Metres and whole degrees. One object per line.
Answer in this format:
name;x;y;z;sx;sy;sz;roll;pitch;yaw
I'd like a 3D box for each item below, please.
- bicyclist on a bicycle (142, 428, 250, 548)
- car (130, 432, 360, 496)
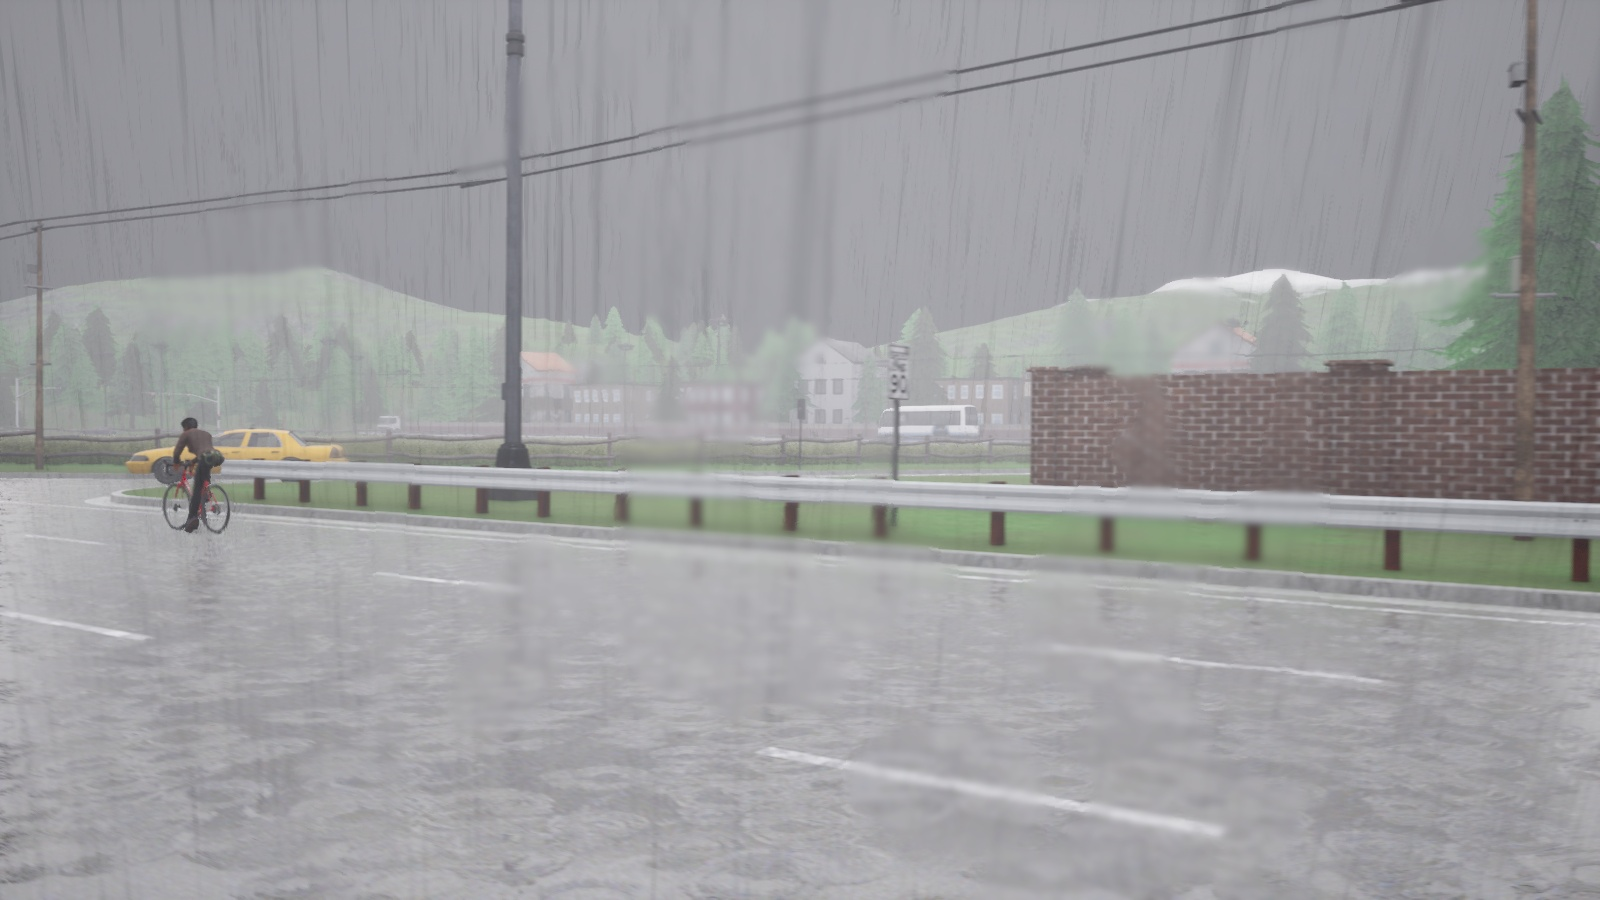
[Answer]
bicyclist on a bicycle;-8.514;0.520;17.681;1.656;1.620;0.582;0;1;34
car;-14.609;0.347;33.385;5.366;1.575;1.801;-1;1;-15
